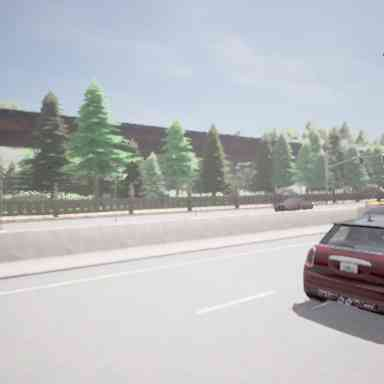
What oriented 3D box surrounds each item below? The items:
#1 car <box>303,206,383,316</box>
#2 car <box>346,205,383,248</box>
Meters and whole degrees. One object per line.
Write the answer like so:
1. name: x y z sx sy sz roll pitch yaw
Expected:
1. car: 4.385 1.273 6.871 4.553 1.767 2.097 -1 0 -36
2. car: 8.885 1.340 14.379 4.892 1.490 1.837 0 0 -35
